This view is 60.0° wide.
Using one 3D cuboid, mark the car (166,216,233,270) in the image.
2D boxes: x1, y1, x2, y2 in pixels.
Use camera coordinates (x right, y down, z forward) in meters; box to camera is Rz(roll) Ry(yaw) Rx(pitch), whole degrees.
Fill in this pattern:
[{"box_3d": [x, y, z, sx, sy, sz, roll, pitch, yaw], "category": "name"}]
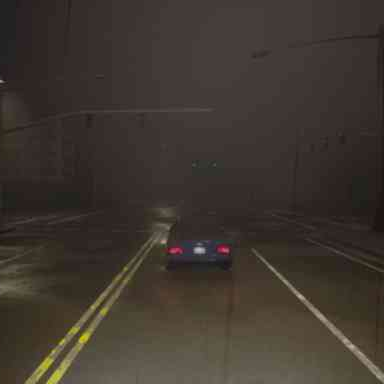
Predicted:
[{"box_3d": [0.122, 1.484, 10.781, 2.033, 1.411, 5.357, 0, 0, -2], "category": "car"}]
